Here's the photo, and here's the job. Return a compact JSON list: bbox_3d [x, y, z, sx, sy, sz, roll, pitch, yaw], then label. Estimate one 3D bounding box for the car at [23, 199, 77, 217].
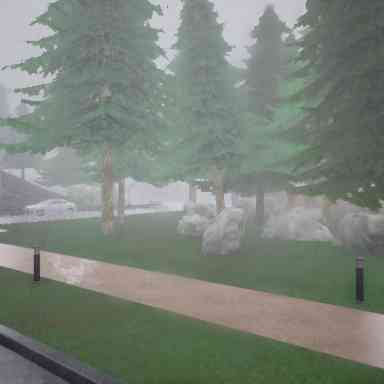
[{"bbox_3d":[-12.559,1.363,29.671,1.812,1.442,4.674,0,0,35],"label":"car"}]
